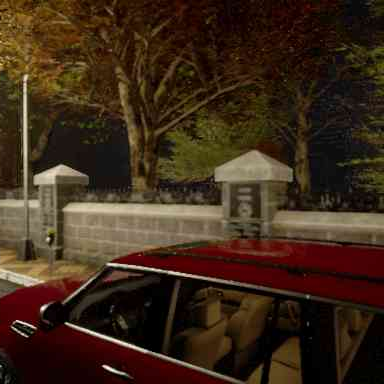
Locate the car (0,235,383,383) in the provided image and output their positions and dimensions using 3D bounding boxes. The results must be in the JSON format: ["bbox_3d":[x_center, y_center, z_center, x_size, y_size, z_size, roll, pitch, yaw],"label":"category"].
[{"bbox_3d":[0.176,1.312,2.761,5.009,1.841,2.192,0,0,36],"label":"car"}]
